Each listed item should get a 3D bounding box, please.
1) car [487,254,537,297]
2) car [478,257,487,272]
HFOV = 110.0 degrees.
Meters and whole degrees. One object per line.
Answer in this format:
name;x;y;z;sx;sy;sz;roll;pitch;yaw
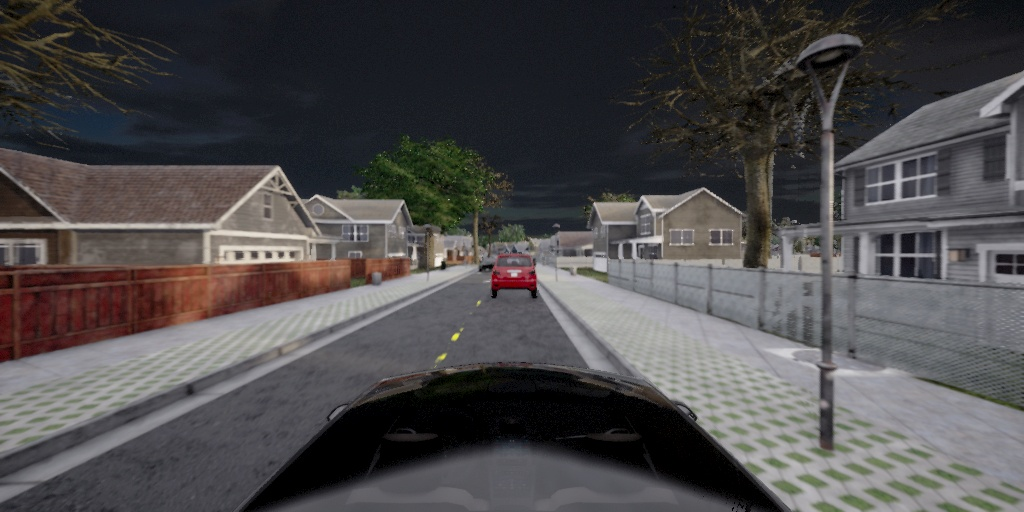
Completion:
car;0.102;0.899;18.484;2.150;2.045;5.566;0;0;0
car;-2.744;0.920;42.130;2.097;1.767;4.553;0;0;0
